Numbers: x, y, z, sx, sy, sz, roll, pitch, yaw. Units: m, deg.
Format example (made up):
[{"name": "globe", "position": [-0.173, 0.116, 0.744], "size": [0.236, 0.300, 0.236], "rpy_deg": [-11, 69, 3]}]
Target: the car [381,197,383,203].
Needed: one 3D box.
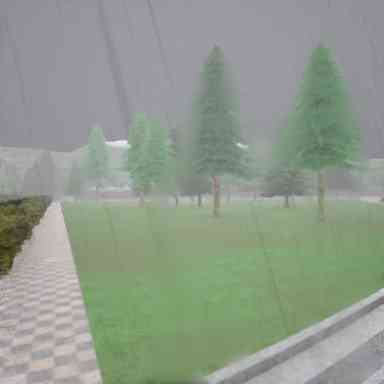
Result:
[{"name": "car", "position": [36.809, 1.355, 62.323], "size": [1.994, 1.385, 4.181], "rpy_deg": [0, 0, 19]}]
